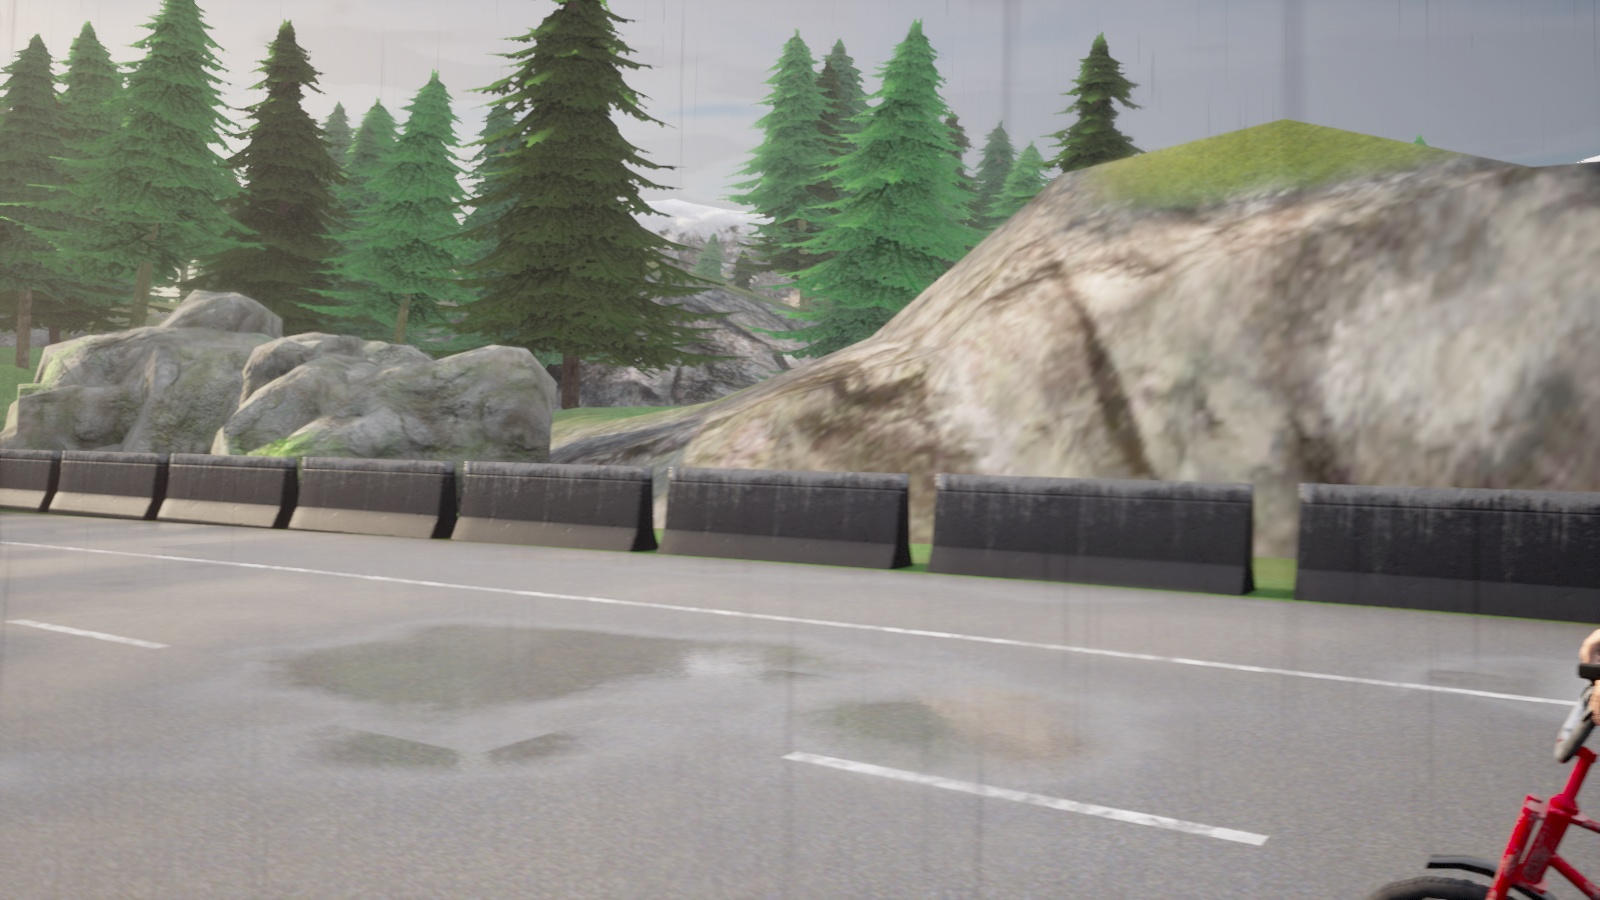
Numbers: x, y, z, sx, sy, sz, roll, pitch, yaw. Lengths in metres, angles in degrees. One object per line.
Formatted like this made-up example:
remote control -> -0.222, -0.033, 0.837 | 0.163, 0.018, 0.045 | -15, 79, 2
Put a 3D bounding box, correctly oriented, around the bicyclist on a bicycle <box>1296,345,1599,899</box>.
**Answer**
bicyclist on a bicycle -> 1.840, 0.618, 2.393 | 1.509, 1.612, 0.866 | 0, 1, 34
